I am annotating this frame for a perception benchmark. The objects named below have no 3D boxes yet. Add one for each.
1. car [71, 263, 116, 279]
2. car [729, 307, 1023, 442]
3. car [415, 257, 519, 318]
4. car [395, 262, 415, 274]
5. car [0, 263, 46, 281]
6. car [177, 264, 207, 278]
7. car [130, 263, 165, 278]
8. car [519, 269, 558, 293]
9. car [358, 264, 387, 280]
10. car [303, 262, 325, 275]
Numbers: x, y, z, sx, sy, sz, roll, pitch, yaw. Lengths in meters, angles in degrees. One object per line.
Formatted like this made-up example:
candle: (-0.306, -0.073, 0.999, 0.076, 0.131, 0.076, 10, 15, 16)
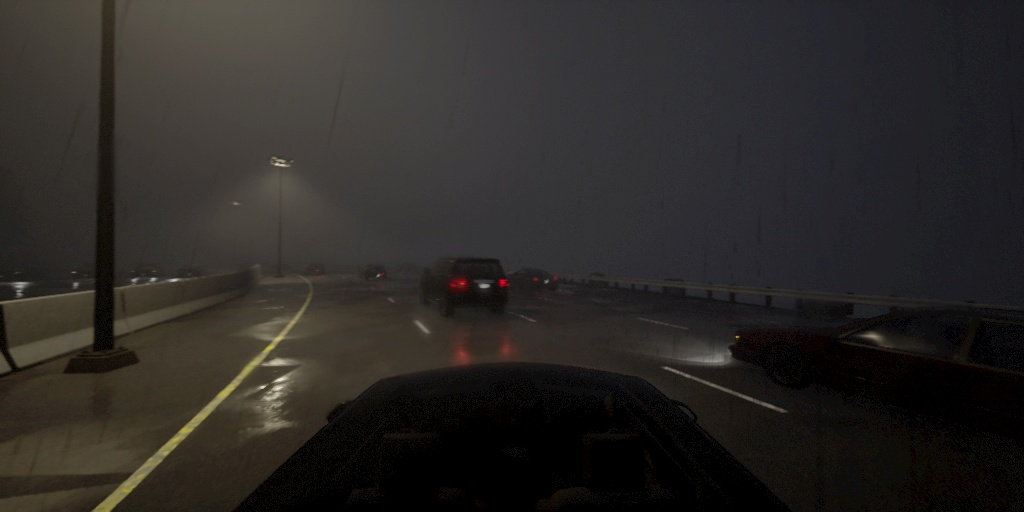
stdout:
car: (-38.729, 1.335, 33.359, 2.033, 1.411, 5.357, 1, -1, -37)
car: (5.685, 1.354, 4.382, 2.033, 1.411, 5.357, 1, -1, -22)
car: (-2.037, 1.063, 13.882, 2.150, 2.045, 5.566, 1, -1, -26)
car: (-13.772, 1.553, 46.958, 1.837, 1.490, 4.892, 1, -2, -37)
car: (-39.762, 1.268, 28.858, 1.812, 1.442, 4.674, 1, -1, -36)
car: (-31.593, 1.448, 35.468, 1.895, 1.301, 4.718, 1, -1, -36)
car: (-36.003, 1.369, 35.555, 2.033, 1.411, 5.357, 1, -1, -37)
car: (1.137, 1.499, 22.890, 1.994, 1.385, 4.181, 1, -1, -27)
car: (-13.084, 1.447, 33.592, 1.837, 1.490, 4.892, 1, -1, -33)
car: (-23.148, 1.451, 41.910, 1.837, 1.490, 4.892, 1, -2, -37)
